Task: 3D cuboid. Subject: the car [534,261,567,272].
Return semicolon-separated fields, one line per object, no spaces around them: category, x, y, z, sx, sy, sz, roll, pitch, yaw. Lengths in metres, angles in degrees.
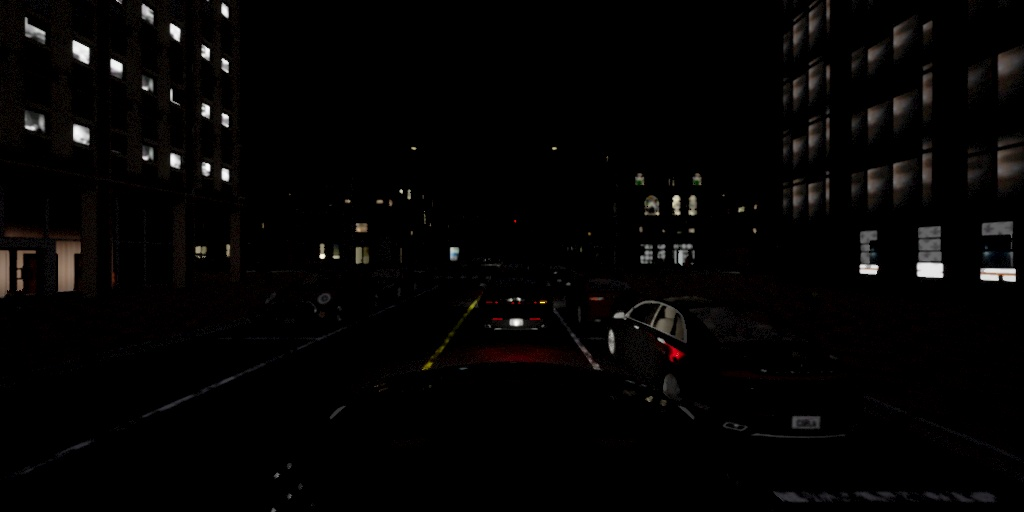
car;2.683;1.134;22.542;2.007;1.370;4.403;0;0;0

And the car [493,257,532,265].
car;0.088;1.063;22.358;1.882;1.535;5.008;0;0;2

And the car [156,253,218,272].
car;-30.964;0.648;35.017;5.009;1.841;2.192;0;0;1

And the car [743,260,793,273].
car;28.421;1.161;39.911;4.181;1.385;1.994;0;0;1

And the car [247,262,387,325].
car;-5.693;1.114;11.173;1.967;1.591;4.097;0;0;0

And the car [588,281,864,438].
car;2.689;1.270;5.467;2.007;1.370;4.403;0;0;0

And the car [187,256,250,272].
car;-30.675;0.819;37.605;4.902;1.511;2.128;0;0;1

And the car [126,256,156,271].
car;-36.500;0.860;35.100;4.403;1.370;2.007;0;0;1

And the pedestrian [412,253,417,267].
pedestrian;-12.568;0.525;46.064;0.375;1.860;0.375;0;0;1

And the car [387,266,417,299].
car;-5.696;1.179;16.865;2.007;1.370;4.403;0;0;0

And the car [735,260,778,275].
car;23.631;1.170;34.163;4.207;1.307;1.802;0;0;1

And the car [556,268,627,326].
car;2.687;1.219;11.159;1.888;1.381;4.507;0;0;0

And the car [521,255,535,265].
car;2.671;0.891;54.932;1.948;1.339;4.313;0;0;0

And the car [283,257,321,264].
car;-25.469;0.861;43.316;4.829;1.417;1.751;0;0;1

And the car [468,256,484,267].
car;-5.709;0.907;54.942;1.802;1.307;4.207;0;0;0

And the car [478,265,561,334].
car;0.096;1.187;10.317;1.837;1.490;4.892;0;1;0

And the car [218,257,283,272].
car;-25.427;0.908;34.934;4.403;1.370;2.007;0;0;1
